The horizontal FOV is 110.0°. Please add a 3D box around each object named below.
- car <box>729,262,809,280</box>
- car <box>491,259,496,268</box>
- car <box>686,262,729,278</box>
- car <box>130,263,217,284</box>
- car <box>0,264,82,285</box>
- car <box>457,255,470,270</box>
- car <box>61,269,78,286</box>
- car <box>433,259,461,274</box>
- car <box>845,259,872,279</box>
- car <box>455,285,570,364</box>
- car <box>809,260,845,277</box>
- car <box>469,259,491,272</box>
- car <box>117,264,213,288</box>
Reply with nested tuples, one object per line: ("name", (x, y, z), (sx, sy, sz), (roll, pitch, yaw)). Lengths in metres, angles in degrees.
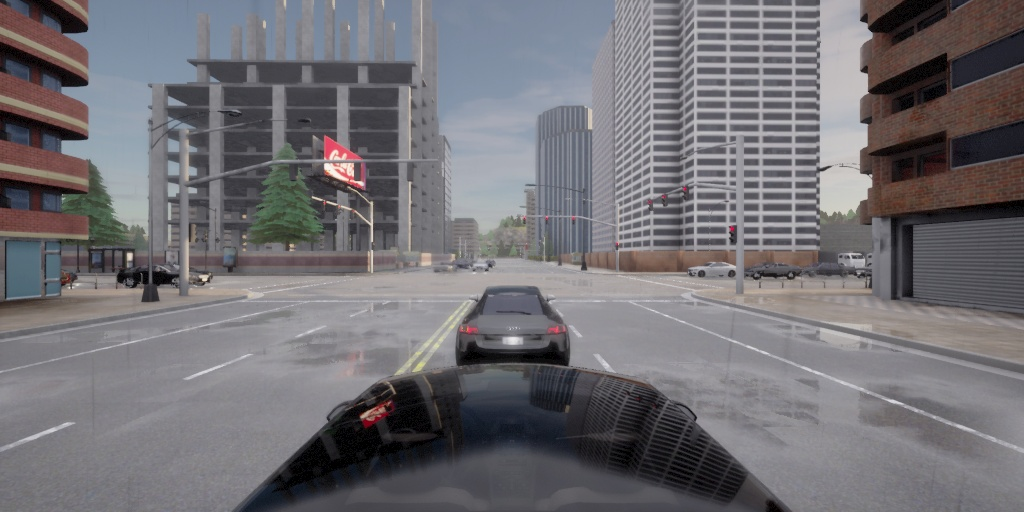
("car", (21.853, 1.241, 30.638), (4.902, 1.511, 2.128), (0, 0, -1))
("car", (-4.109, 1.351, 58.442), (1.895, 1.301, 4.718), (0, 0, -1))
("car", (19.089, 1.276, 34.078), (4.674, 1.442, 1.812), (0, 0, -1))
("car", (-24.691, 1.276, 26.270), (4.674, 1.442, 1.812), (0, 0, -1))
("car", (-34.594, 1.314, 26.109), (4.181, 1.385, 1.994), (0, 0, -1))
("car", (-7.568, 1.101, 52.682), (2.097, 1.767, 4.553), (0, 0, 0))
("car", (-31.113, 1.102, 22.657), (4.553, 1.767, 2.097), (0, 0, -1))
("car", (-7.776, 1.351, 42.109), (1.895, 1.301, 4.718), (0, 0, 4))
("car", (32.227, 1.241, 30.776), (4.902, 1.511, 2.128), (0, 0, -1))
("car", (0.011, 1.314, 7.691), (1.994, 1.385, 4.181), (0, 0, 0))
("car", (29.671, 1.297, 34.247), (5.357, 1.411, 2.033), (0, 0, -1))
("car", (-3.993, 1.275, 45.699), (1.812, 1.442, 4.674), (0, 0, -1))
("car", (-22.011, 1.241, 22.787), (4.902, 1.511, 2.128), (0, 0, -1))
